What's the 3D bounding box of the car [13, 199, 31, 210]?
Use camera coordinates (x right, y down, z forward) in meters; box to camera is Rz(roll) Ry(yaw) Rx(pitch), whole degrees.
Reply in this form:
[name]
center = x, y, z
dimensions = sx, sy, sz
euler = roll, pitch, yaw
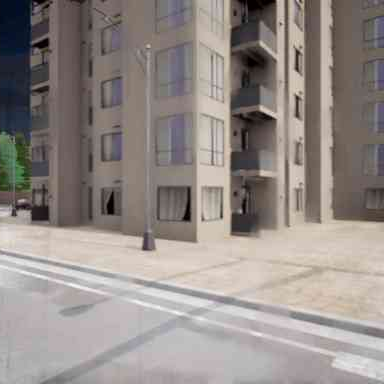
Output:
[car]
center = -21.186, 1.595, 43.828
dimensions = 1.812, 1.442, 4.674
euler = 0, 0, 24
